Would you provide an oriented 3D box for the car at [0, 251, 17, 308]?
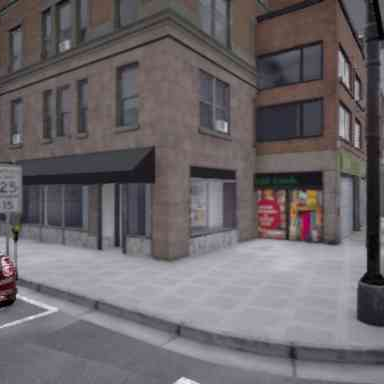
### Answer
[{"bbox_3d":[-5.334,1.440,6.653,4.097,1.590,1.967,0,0,36],"label":"car"}]
